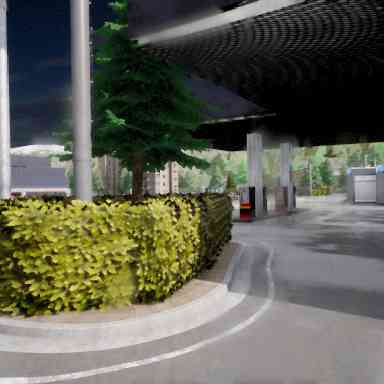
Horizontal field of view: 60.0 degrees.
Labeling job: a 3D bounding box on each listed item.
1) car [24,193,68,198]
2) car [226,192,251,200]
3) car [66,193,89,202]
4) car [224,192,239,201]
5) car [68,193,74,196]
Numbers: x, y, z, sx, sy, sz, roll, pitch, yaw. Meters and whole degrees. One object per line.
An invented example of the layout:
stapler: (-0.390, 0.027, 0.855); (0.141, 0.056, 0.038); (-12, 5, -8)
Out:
car: (-14.770, 1.183, 33.590); (3.866, 1.878, 1.905); (-1, 1, 35)
car: (9.212, 0.812, 66.501); (4.514, 1.523, 2.007); (-1, 1, 35)
car: (-22.891, 1.103, 66.488); (4.605, 1.855, 1.932); (-1, 1, 35)
car: (7.439, 0.851, 63.912); (5.027, 1.636, 2.152); (-1, 1, 35)
car: (-24.237, 1.124, 63.879); (3.866, 1.878, 1.905); (-1, 1, 35)
